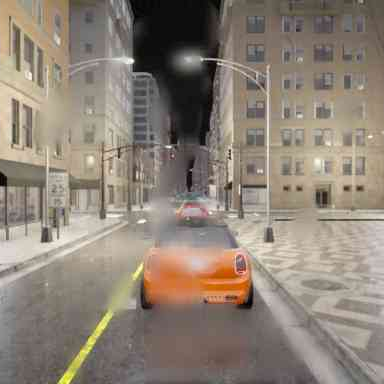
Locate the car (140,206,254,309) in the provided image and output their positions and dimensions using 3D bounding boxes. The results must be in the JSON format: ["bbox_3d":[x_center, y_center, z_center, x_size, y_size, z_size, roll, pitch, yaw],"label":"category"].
[{"bbox_3d":[0.083,1.351,8.018,2.097,1.767,4.553,0,0,0],"label":"car"}]

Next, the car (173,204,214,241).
[{"bbox_3d":[0.070,1.476,17.618,1.882,1.535,5.008,0,0,0],"label":"car"}]
